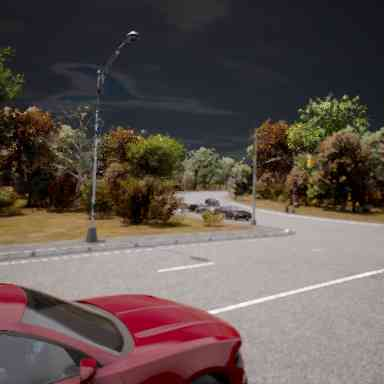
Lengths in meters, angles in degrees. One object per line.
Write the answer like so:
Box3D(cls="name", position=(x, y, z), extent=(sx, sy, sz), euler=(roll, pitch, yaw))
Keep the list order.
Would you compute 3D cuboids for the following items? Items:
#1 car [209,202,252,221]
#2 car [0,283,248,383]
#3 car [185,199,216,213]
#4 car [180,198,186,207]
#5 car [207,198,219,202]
Box3D(cls="car", position=(4.296, 2.151, 34.924), extent=(2.033, 1.411, 5.357), euler=(3, -1, -26))
Box3D(cls="car", position=(-1.762, 1.477, 2.487), extent=(5.008, 1.535, 1.882), euler=(0, 0, -36))
Box3D(cls="car", position=(1.071, 2.053, 43.634), extent=(1.994, 1.385, 4.181), euler=(3, 0, -19))
Box3D(cls="car", position=(-1.771, 1.556, 53.492), extent=(2.097, 1.767, 4.553), euler=(3, 1, -14))
Box3D(cls="car", position=(3.670, 1.757, 61.906), extent=(2.033, 1.411, 5.357), euler=(2, 2, -11))
